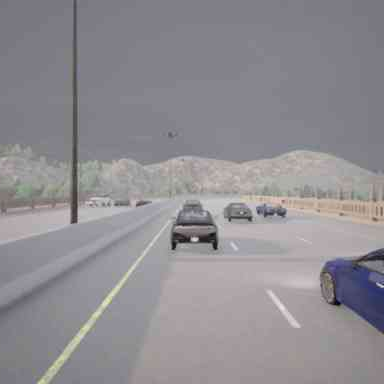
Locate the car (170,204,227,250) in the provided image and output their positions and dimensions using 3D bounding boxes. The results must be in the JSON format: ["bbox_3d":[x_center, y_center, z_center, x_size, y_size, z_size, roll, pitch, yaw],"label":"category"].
[{"bbox_3d":[0.097,1.502,14.429,2.128,1.511,4.902,0,0,0],"label":"car"}]

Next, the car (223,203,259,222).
[{"bbox_3d":[3.595,1.566,26.605,2.033,1.411,5.357,0,0,0],"label":"car"}]

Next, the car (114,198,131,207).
[{"bbox_3d":[-10.579,1.584,51.004,2.033,1.411,5.357,0,0,0],"label":"car"}]

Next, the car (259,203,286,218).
[{"bbox_3d":[7.094,1.622,30.452,1.895,1.301,4.718,0,0,0],"label":"car"}]

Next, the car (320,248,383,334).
[{"bbox_3d":[3.599,1.529,5.078,1.812,1.442,4.674,0,0,0],"label":"car"}]

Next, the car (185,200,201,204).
[{"bbox_3d":[0.093,1.528,32.082,1.837,1.490,4.892,0,0,0],"label":"car"}]

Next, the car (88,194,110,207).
[{"bbox_3d":[-14.081,1.258,50.906,2.150,2.045,5.566,0,0,0],"label":"car"}]

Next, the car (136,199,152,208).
[{"bbox_3d":[-7.087,1.636,49.151,1.895,1.301,4.718,0,0,0],"label":"car"}]
